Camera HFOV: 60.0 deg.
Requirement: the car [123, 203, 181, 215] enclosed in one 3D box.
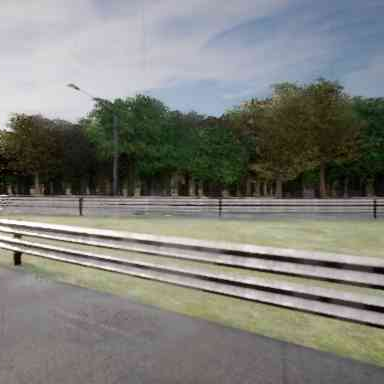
[{"bbox_3d":[-3.403,1.207,28.003,4.718,1.301,1.895,0,0,13],"label":"car"}]
